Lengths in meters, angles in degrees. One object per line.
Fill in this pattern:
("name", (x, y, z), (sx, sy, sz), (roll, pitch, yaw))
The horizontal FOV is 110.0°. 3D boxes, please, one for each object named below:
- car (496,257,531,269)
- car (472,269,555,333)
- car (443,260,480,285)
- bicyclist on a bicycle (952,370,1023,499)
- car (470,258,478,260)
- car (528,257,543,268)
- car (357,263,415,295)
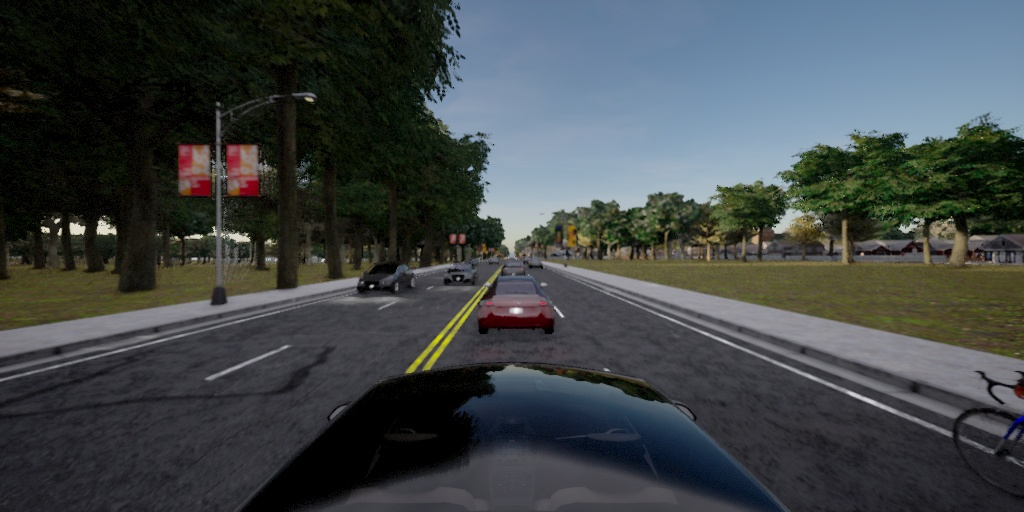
("car", (0.112, 1.107, 28.460), (2.128, 1.511, 4.902), (0, 0, 0))
("car", (0.104, 1.266, 10.575), (1.994, 1.385, 4.181), (0, 0, 0))
("car", (-3.337, 1.199, 24.209), (1.994, 1.385, 4.181), (0, 0, 0))
("bicyclist on a bicycle", (4.143, 1.198, 2.549), (0.582, 1.620, 1.656), (0, 0, 0))
("car", (-6.518, 1.052, 60.293), (1.994, 1.385, 4.181), (0, 0, 1))
("car", (3.374, 1.079, 52.289), (1.994, 1.385, 4.181), (0, 0, 0))
("car", (-6.591, 1.164, 19.266), (1.837, 1.490, 4.892), (0, 0, 0))
